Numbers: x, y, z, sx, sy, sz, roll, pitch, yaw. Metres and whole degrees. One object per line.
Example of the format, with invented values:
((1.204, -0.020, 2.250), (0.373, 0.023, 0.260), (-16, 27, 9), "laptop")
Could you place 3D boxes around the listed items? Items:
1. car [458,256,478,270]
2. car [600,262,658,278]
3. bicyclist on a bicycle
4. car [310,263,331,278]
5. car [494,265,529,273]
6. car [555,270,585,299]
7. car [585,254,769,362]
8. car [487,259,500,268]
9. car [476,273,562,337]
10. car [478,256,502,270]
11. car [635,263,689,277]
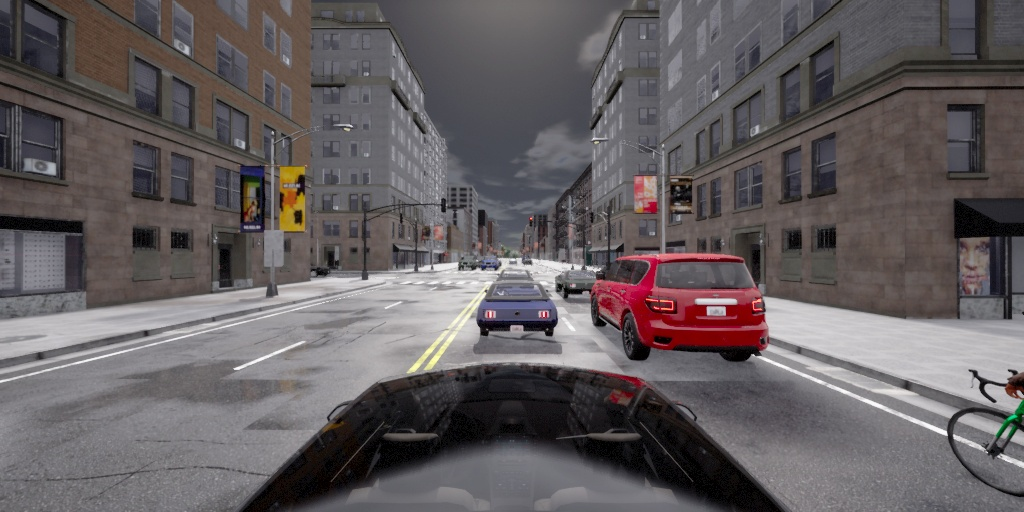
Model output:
((-6.420, 0.987, 52.032), (2.150, 2.045, 5.566), (0, 0, 0), "car")
((10.887, 1.290, 33.555), (4.892, 1.490, 1.837), (0, 0, 1), "car")
((4.148, 1.203, 2.601), (0.582, 1.620, 1.656), (0, 0, 0), "bicyclist on a bicycle")
((-19.755, 1.211, 33.770), (5.008, 1.535, 1.882), (0, 0, 1), "car")
((0.157, 1.354, 19.434), (1.895, 1.301, 4.718), (0, 0, 0), "car")
((3.303, 1.354, 18.173), (1.895, 1.301, 4.718), (0, 0, 0), "car")
((3.345, 0.972, 8.405), (2.150, 2.045, 5.566), (0, 0, 2), "car")
((-3.121, 1.294, 61.251), (1.812, 1.442, 4.674), (0, 0, 1), "car")
((0.127, 1.352, 10.329), (1.895, 1.301, 4.718), (0, 0, 0), "car")
((-3.145, 0.987, 51.734), (2.150, 2.045, 5.566), (0, 0, 2), "car")
((15.177, 1.409, 36.461), (4.718, 1.301, 1.895), (0, 0, 0), "car")
